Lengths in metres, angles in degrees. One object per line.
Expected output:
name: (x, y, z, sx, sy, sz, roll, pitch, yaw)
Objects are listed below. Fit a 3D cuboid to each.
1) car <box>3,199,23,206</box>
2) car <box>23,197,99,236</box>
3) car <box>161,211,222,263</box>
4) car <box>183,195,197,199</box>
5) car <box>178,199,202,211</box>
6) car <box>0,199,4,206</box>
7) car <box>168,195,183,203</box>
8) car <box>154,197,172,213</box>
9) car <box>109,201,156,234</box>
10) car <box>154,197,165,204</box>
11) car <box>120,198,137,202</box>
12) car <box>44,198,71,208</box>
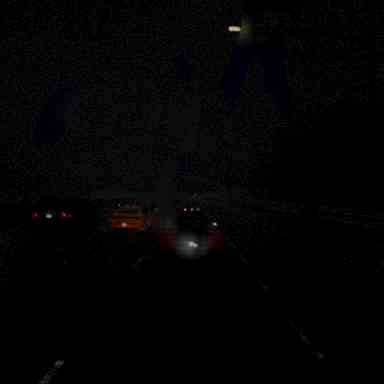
car: (-24.571, 1.764, 47.809, 1.994, 1.385, 4.181, 0, 0, 0)
car: (-7.005, 1.289, 18.950, 2.150, 2.045, 5.566, 0, 0, 0)
car: (-0.004, 1.602, 12.150, 1.994, 1.385, 4.181, 0, 0, 0)
car: (-0.012, 1.686, 49.652, 1.882, 1.535, 5.008, 0, 0, 0)
car: (-0.009, 1.687, 33.140, 2.033, 1.411, 5.357, 0, 0, 0)
car: (-28.066, 1.691, 47.731, 2.128, 1.511, 4.902, 0, 0, 1)
car: (-3.517, 1.821, 71.312, 1.994, 1.385, 4.181, 0, 0, 0)
car: (-3.510, 1.659, 36.144, 1.837, 1.490, 4.892, 0, 0, 0)
car: (-3.506, 1.549, 19.665, 1.882, 1.535, 5.008, 0, 0, 0)
car: (-7.017, 1.864, 71.345, 1.895, 1.301, 4.718, 0, 0, 0)
car: (-7.009, 1.511, 37.590, 2.097, 1.767, 4.553, 0, 0, 0)
car: (-21.053, 1.707, 52.322, 2.128, 1.511, 4.902, 0, 0, 1)
